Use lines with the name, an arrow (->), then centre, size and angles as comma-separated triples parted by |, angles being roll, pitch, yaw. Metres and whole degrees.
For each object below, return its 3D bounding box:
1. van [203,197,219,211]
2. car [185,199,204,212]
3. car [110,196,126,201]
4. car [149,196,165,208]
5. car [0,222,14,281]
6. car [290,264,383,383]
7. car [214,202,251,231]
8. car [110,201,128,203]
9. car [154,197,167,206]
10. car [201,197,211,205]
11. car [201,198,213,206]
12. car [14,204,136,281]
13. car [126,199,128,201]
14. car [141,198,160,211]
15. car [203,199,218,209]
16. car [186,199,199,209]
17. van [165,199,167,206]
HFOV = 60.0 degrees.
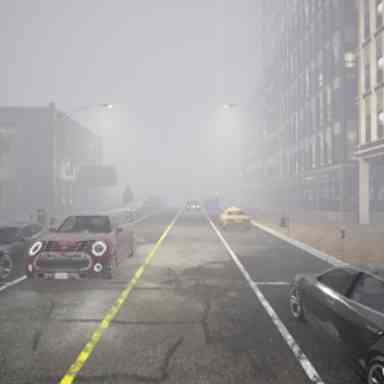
van -> 2.682, 1.539, 43.884 | 1.690, 1.788, 3.998 | 1, 0, 0
car -> 0.109, 1.784, 40.924 | 1.895, 1.301, 4.718 | 0, 0, 0
car -> -19.507, 1.790, 81.165 | 5.009, 1.841, 2.192 | -1, -1, 1
car -> -5.663, 1.539, 49.586 | 2.192, 1.841, 5.009 | 1, 0, 0
car -> -5.677, 1.612, 10.076 | 1.947, 1.339, 4.313 | 1, 0, 0
car -> 2.669, 1.586, 4.376 | 1.947, 1.339, 4.313 | 1, 0, 0
car -> 2.674, 1.622, 21.478 | 1.752, 1.417, 4.829 | 1, 0, 0
car -> -5.673, 1.672, 27.008 | 2.008, 1.369, 4.403 | 1, 0, 0
car -> -5.662, 1.716, 60.873 | 1.967, 1.590, 4.097 | 1, 0, 0
car -> 2.855, 1.827, 66.630 | 1.752, 1.417, 4.829 | 1, 0, 0
car -> 2.683, 1.841, 60.816 | 1.947, 1.339, 4.313 | 1, 0, 0
car -> -3.075, 1.398, 10.108 | 2.097, 1.767, 4.553 | 0, 0, 0
car -> -19.396, 2.209, 89.540 | 4.313, 1.339, 1.947 | -1, -1, 1
car -> -5.669, 1.780, 43.941 | 1.802, 1.307, 4.206 | 1, 0, 0
car -> 2.680, 1.790, 49.527 | 1.947, 1.339, 4.313 | 1, 0, 0
car -> 0.111, 1.799, 51.994 | 1.994, 1.385, 4.181 | 0, 0, 0
van -> -5.662, 1.591, 55.229 | 1.690, 1.788, 3.998 | 1, 0, 0
